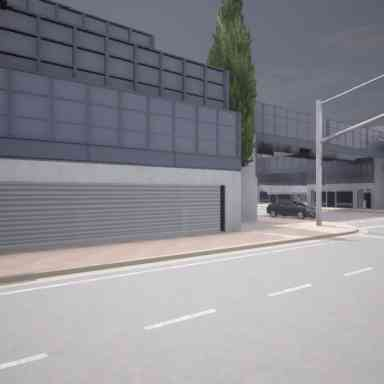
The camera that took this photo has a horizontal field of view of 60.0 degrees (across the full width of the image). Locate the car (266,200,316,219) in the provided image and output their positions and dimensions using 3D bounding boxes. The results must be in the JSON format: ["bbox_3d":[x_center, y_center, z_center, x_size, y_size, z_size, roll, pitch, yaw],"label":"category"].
[{"bbox_3d":[8.723,1.505,28.929,1.837,1.490,4.892,0,0,-37],"label":"car"}]

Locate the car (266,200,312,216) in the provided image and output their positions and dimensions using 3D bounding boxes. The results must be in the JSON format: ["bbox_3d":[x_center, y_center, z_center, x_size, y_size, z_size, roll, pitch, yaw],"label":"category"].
[{"bbox_3d":[9.691,1.564,33.481,1.994,1.385,4.181,0,0,-37],"label":"car"}]
